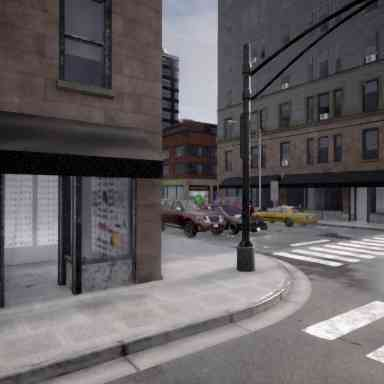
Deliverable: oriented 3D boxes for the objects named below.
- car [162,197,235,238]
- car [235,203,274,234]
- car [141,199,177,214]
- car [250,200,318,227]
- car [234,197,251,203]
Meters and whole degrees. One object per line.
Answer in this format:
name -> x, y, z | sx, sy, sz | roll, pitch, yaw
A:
car -> -0.323, 1.286, 17.905 | 2.192, 1.841, 5.009 | 0, 0, -36
car -> 1.795, 1.529, 19.245 | 2.033, 1.411, 5.357 | 0, 0, -38
car -> -3.682, 1.531, 36.427 | 1.887, 1.381, 4.507 | 0, 0, -36
car -> 6.115, 1.530, 22.697 | 1.752, 1.417, 4.829 | 0, 0, -36
car -> 2.916, 1.314, 27.182 | 2.192, 1.841, 5.009 | 0, 0, -36
